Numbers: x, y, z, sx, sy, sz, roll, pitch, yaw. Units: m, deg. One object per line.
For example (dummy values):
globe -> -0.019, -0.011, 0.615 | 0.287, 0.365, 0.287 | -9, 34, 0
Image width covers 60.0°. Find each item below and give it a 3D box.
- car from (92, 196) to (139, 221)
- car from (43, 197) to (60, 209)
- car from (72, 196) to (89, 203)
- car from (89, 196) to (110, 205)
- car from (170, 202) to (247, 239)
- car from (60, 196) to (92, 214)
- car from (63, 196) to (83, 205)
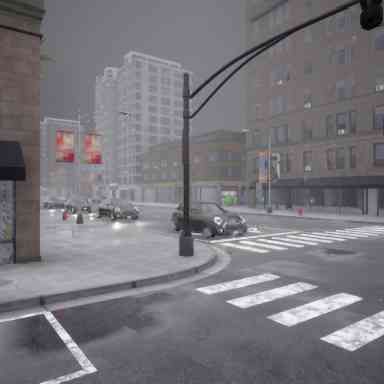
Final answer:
car -> -6.067, 1.317, 27.000 | 2.097, 1.767, 4.553 | 0, 0, -36
car -> -18.296, 1.439, 43.998 | 1.837, 1.490, 4.892 | 0, 0, -35
car -> -22.228, 1.452, 66.335 | 1.994, 1.385, 4.181 | 0, 0, -36
car -> -16.144, 1.411, 57.919 | 1.837, 1.490, 4.892 | 0, 0, -36
car -> 0.767, 1.334, 17.546 | 2.097, 1.767, 4.553 | 0, 0, -36
car -> -12.230, 1.455, 35.539 | 1.837, 1.490, 4.892 | 0, 0, -36
car -> -21.393, 1.450, 59.649 | 2.033, 1.411, 5.357 | 0, 0, -36
